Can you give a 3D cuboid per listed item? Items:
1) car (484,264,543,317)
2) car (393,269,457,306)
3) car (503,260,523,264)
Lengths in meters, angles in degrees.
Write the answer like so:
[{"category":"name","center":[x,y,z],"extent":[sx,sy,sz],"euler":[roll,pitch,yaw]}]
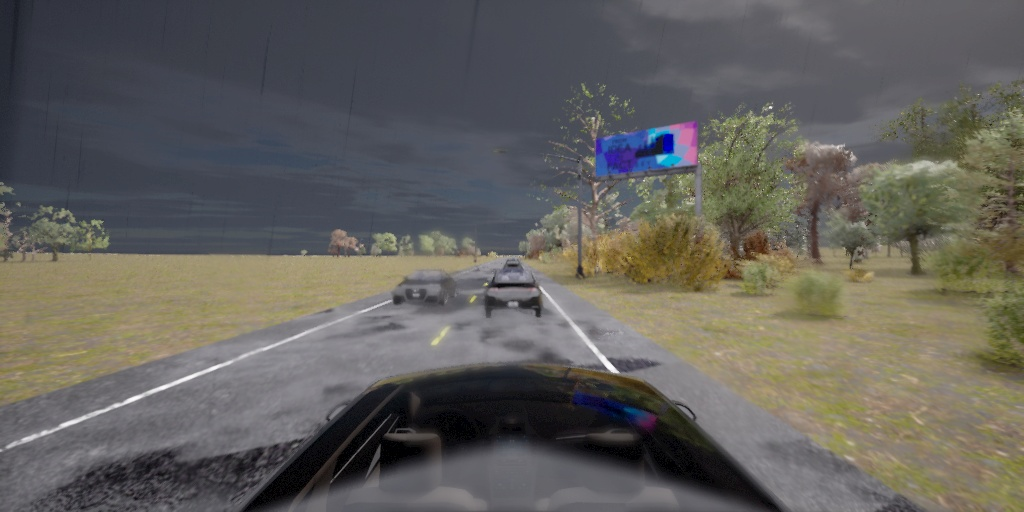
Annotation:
[{"category":"car","center":[0.065,1.199,12.890],"extent":[2.128,1.511,4.902],"euler":[0,0,0]},{"category":"car","center":[-3.569,1.262,15.342],"extent":[1.994,1.385,4.181],"euler":[0,0,0]},{"category":"car","center":[0.095,1.125,35.556],"extent":[1.837,1.490,4.892],"euler":[0,0,0]}]
